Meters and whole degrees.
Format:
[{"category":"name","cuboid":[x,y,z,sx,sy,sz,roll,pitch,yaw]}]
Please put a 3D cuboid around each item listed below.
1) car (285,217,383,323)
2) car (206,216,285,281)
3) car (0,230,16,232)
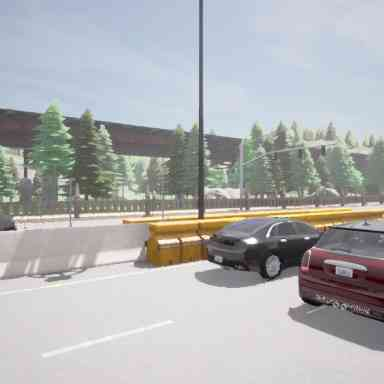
[{"category":"car","cuboid":[4.269,1.352,6.802,4.553,1.767,2.097,0,0,-36]},{"category":"car","cuboid":[2.654,1.503,9.950,4.892,1.490,1.837,1,0,-36]},{"category":"car","cuboid":[-10.127,1.491,13.935,4.902,1.511,2.128,0,0,-35]}]
